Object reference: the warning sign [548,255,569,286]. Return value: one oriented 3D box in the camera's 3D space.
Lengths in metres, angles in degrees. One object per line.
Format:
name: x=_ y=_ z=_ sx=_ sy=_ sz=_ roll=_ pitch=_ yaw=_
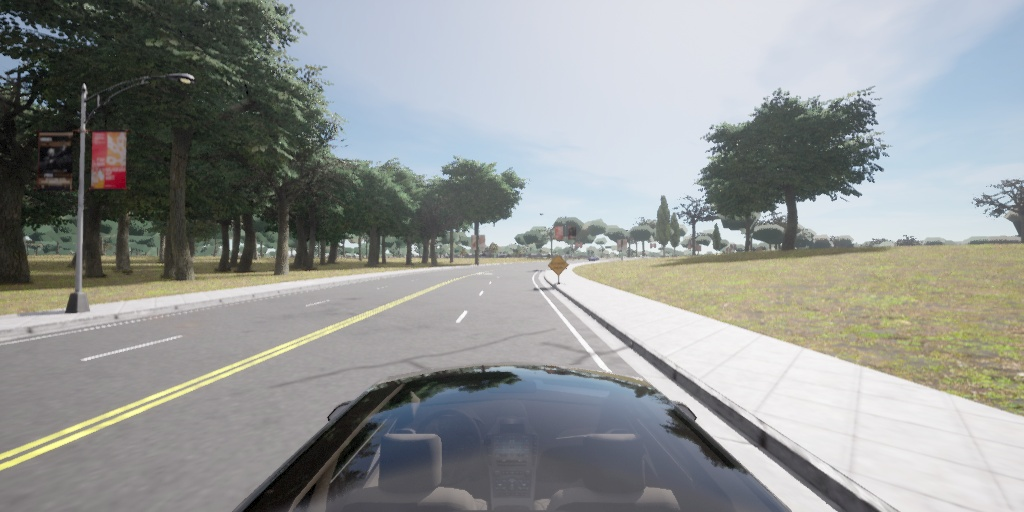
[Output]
warning sign: x=2.850 y=0.854 z=21.887 sx=1.300 sy=1.860 sz=1.060 roll=0 pitch=0 yaw=0
